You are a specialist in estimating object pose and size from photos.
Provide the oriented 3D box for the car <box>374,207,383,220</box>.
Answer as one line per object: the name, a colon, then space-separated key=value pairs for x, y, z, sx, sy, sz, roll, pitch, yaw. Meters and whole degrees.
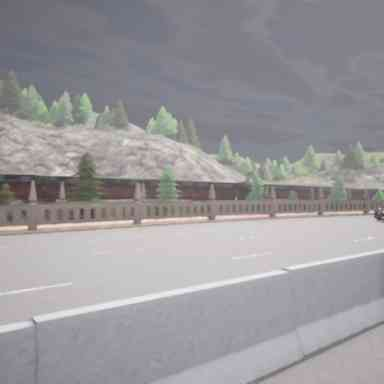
car: x=17.094 y=1.465 z=27.219 sx=4.553 sy=1.767 sz=2.097 roll=0 pitch=0 yaw=-26
